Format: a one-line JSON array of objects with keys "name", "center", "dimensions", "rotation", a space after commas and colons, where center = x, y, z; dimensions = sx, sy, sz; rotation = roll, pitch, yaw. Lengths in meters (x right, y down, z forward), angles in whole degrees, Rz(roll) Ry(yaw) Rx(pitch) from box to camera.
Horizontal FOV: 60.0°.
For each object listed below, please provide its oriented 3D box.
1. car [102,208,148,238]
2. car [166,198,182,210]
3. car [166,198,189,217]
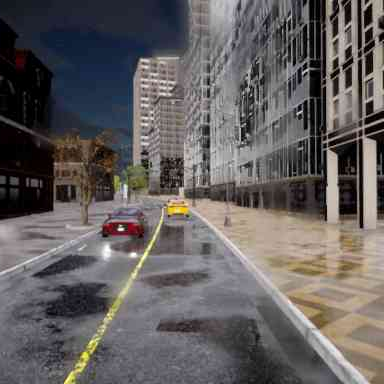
[{"name": "car", "center": [-3.424, 1.565, 17.565], "dimensions": [1.994, 1.385, 4.181], "rotation": [0, 0, -3]}, {"name": "car", "center": [-2.354, 1.526, 42.884], "dimensions": [1.812, 1.442, 4.674], "rotation": [0, 0, -5]}, {"name": "car", "center": [-1.349, 1.481, 31.459], "dimensions": [1.882, 1.535, 5.008], "rotation": [0, 0, -4]}]
